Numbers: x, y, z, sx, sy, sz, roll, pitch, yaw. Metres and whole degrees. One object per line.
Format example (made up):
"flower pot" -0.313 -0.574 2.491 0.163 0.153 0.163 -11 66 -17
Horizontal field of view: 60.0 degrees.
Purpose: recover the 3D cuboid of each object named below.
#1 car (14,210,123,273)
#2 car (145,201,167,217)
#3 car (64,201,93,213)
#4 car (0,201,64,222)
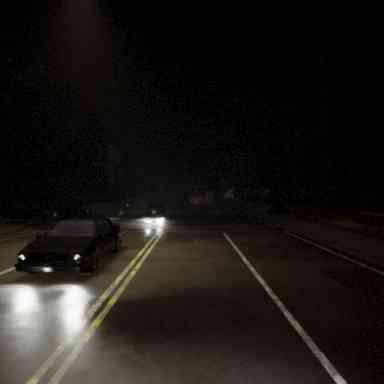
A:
"car" -3.604 1.551 10.935 2.033 1.411 5.357 0 0 0
"car" -3.600 1.691 33.853 2.128 1.511 4.902 0 -1 0
"car" -11.063 1.557 29.142 4.674 1.442 1.812 1 0 -3
"car" -12.872 1.500 25.392 4.902 1.511 2.128 0 0 1
